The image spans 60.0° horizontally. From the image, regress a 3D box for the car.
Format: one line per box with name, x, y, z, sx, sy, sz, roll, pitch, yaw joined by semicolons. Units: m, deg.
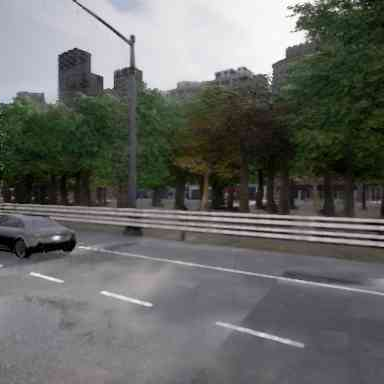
car;-6.332;1.568;12.695;4.181;1.385;1.994;0;0;36
